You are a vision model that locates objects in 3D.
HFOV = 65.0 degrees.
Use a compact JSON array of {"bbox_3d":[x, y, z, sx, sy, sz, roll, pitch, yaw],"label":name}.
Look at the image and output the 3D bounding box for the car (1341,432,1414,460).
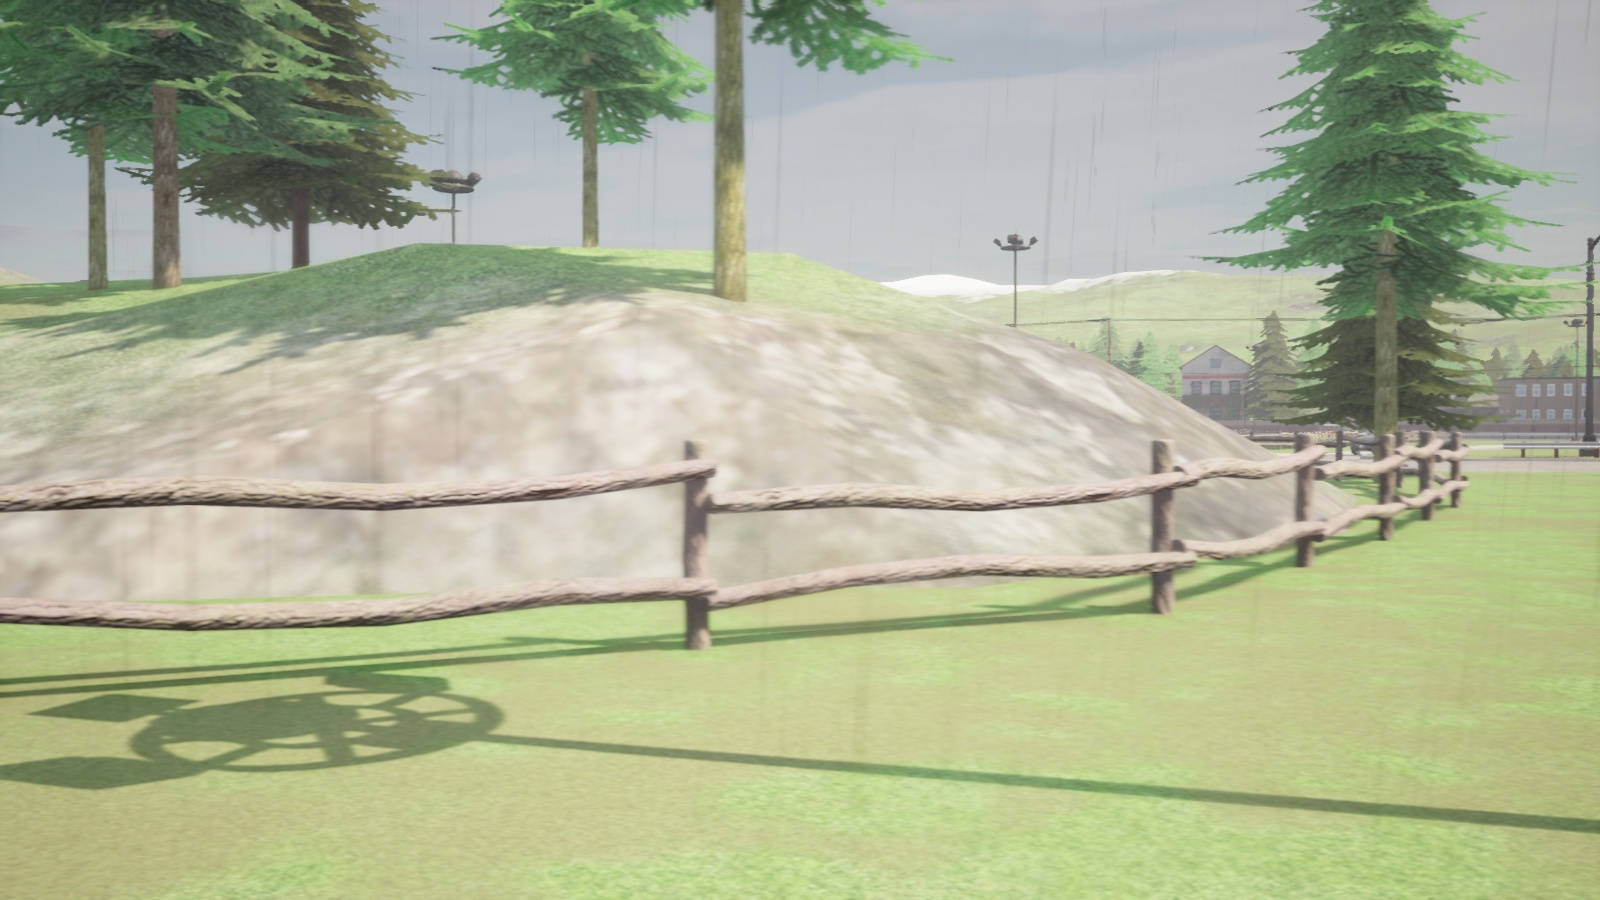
[{"bbox_3d":[33.076,-0.243,71.840,4.902,1.511,2.128,-1,1,-44],"label":"car"}]
